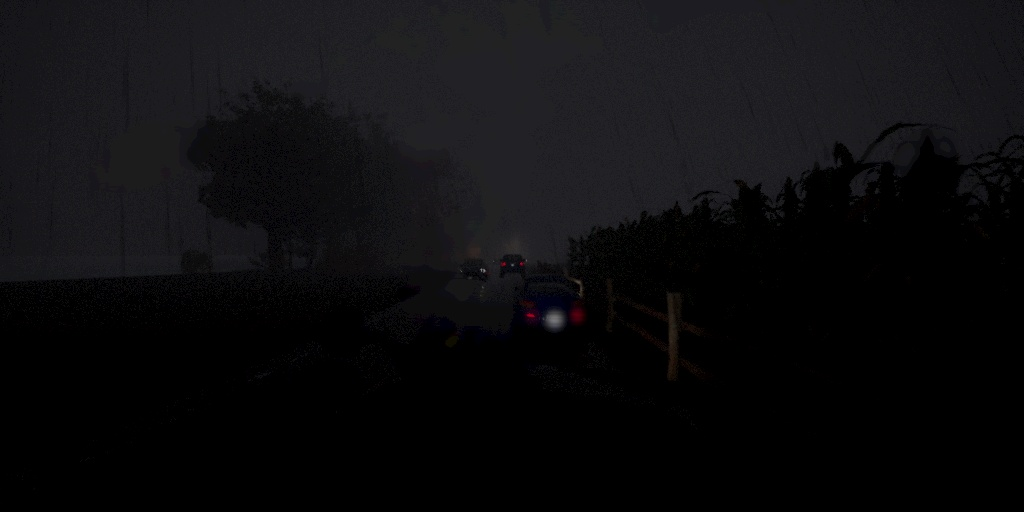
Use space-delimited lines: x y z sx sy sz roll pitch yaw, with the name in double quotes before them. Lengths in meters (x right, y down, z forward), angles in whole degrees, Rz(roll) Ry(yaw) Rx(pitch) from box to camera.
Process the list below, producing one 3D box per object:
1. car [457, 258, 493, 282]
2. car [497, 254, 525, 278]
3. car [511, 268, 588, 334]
"car" -2.842 1.011 27.280 2.097 1.767 4.553 0 0 0
"car" 0.050 0.860 32.763 2.150 2.045 5.566 0 0 0
"car" 0.964 1.244 10.359 1.812 1.442 4.674 0 0 0
